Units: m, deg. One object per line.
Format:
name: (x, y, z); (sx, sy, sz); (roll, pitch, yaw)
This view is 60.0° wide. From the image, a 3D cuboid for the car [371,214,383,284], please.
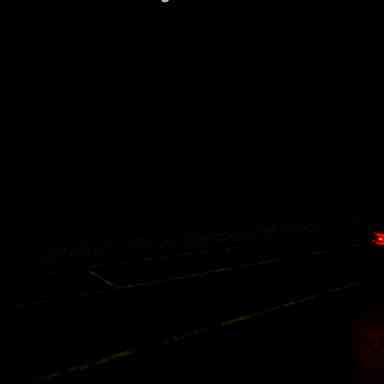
car: (6.593, 1.216, 8.138); (5.566, 2.045, 2.150); (1, 0, -35)
